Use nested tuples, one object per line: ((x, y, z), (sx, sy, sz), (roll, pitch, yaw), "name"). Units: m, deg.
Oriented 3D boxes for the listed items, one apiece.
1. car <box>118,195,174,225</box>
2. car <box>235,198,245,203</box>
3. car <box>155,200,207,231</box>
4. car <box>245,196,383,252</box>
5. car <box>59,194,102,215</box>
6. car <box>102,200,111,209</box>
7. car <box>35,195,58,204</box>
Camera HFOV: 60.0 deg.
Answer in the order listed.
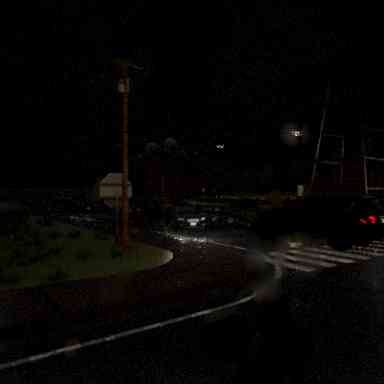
((-3.490, 1.346, 24.503), (2.097, 1.767, 4.553), (0, 0, 23), "car")
((7.138, 1.502, 44.397), (3.905, 1.438, 1.784), (0, 0, -36), "car")
((-0.608, 1.486, 20.500), (2.128, 1.511, 4.902), (0, 0, -16), "car")
((5.281, 1.198, 14.273), (2.150, 2.045, 5.566), (-2, 0, -41), "car")
((-11.665, 1.215, 34.431), (2.150, 2.045, 5.566), (0, 0, -37), "car")
((-10.964, 1.302, 46.355), (3.866, 1.878, 1.905), (0, 0, -36), "car")
((-21.089, 1.148, 47.280), (1.837, 1.490, 4.892), (0, 0, -37), "car")
